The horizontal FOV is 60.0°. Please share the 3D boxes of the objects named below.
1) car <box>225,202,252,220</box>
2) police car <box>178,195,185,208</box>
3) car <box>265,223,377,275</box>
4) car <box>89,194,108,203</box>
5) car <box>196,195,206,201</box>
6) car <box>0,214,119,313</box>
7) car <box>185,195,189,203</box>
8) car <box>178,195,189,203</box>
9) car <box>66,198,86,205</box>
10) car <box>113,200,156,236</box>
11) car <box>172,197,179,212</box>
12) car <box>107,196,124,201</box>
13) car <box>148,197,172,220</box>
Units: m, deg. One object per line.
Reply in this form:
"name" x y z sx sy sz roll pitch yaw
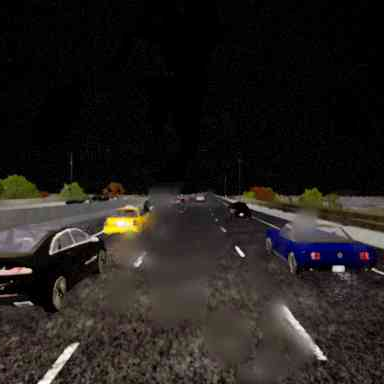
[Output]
"car" 3.881 1.570 28.070 1.812 1.442 4.674 0 0 1
"police car" -2.664 1.600 51.088 2.038 1.542 4.974 0 0 2
"car" 3.654 1.615 10.456 1.895 1.301 4.718 0 0 0
"car" -16.430 1.331 59.118 2.150 2.045 5.566 0 0 3
"car" 2.061 1.673 82.053 1.895 1.301 4.718 0 0 3
"car" -3.362 1.499 7.642 2.128 1.511 4.902 0 0 0
"car" -2.287 1.621 62.049 2.128 1.511 4.902 0 0 2
"car" -1.842 1.517 72.979 2.097 1.767 4.553 0 0 3
"car" -19.991 1.701 57.506 1.895 1.301 4.718 0 0 3
"car" -3.375 1.481 18.381 1.801 1.575 5.366 0 0 1
"car" -2.971 1.667 40.154 1.895 1.301 4.718 0 0 1
"car" -12.931 1.658 59.045 2.033 1.411 5.357 0 0 3
"car" -3.209 1.395 29.128 2.097 1.767 4.553 0 0 1
